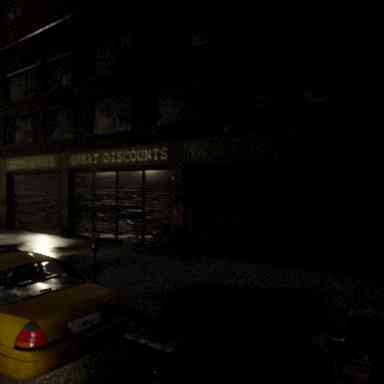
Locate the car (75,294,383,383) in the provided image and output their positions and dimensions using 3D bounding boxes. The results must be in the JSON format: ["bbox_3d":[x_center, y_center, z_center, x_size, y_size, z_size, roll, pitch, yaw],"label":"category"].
[{"bbox_3d":[1.538,1.551,1.991,4.403,1.369,2.008,0,1,36],"label":"car"}]

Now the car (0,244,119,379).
[{"bbox_3d":[-3.147,1.523,5.334,4.829,1.417,1.752,0,1,36],"label":"car"}]
